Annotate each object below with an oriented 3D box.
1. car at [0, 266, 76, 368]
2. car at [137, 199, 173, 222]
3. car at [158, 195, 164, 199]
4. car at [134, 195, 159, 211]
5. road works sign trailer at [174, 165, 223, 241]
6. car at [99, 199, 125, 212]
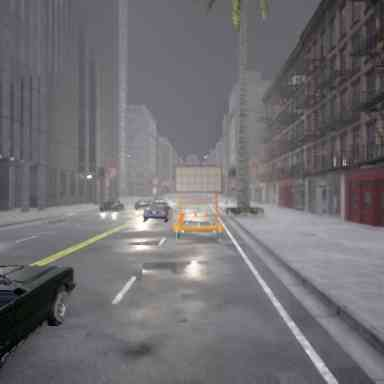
[{"bbox_3d":[-3.092,1.593,4.060,1.895,1.301,4.718,0,0,1],"label":"car"},{"bbox_3d":[-2.570,1.502,25.807,2.033,1.411,5.357,0,0,2],"label":"car"},{"bbox_3d":[-7.717,1.334,78.401,2.033,1.411,5.357,0,0,2],"label":"car"},{"bbox_3d":[-5.620,1.472,40.072,2.033,1.411,5.357,0,0,2],"label":"car"},{"bbox_3d":[0.328,0.435,16.604,2.380,3.560,2.880,0,0,2],"label":"road works sign trailer"},{"bbox_3d":[-8.944,1.495,37.407,1.994,1.385,4.181,0,0,2],"label":"car"}]
